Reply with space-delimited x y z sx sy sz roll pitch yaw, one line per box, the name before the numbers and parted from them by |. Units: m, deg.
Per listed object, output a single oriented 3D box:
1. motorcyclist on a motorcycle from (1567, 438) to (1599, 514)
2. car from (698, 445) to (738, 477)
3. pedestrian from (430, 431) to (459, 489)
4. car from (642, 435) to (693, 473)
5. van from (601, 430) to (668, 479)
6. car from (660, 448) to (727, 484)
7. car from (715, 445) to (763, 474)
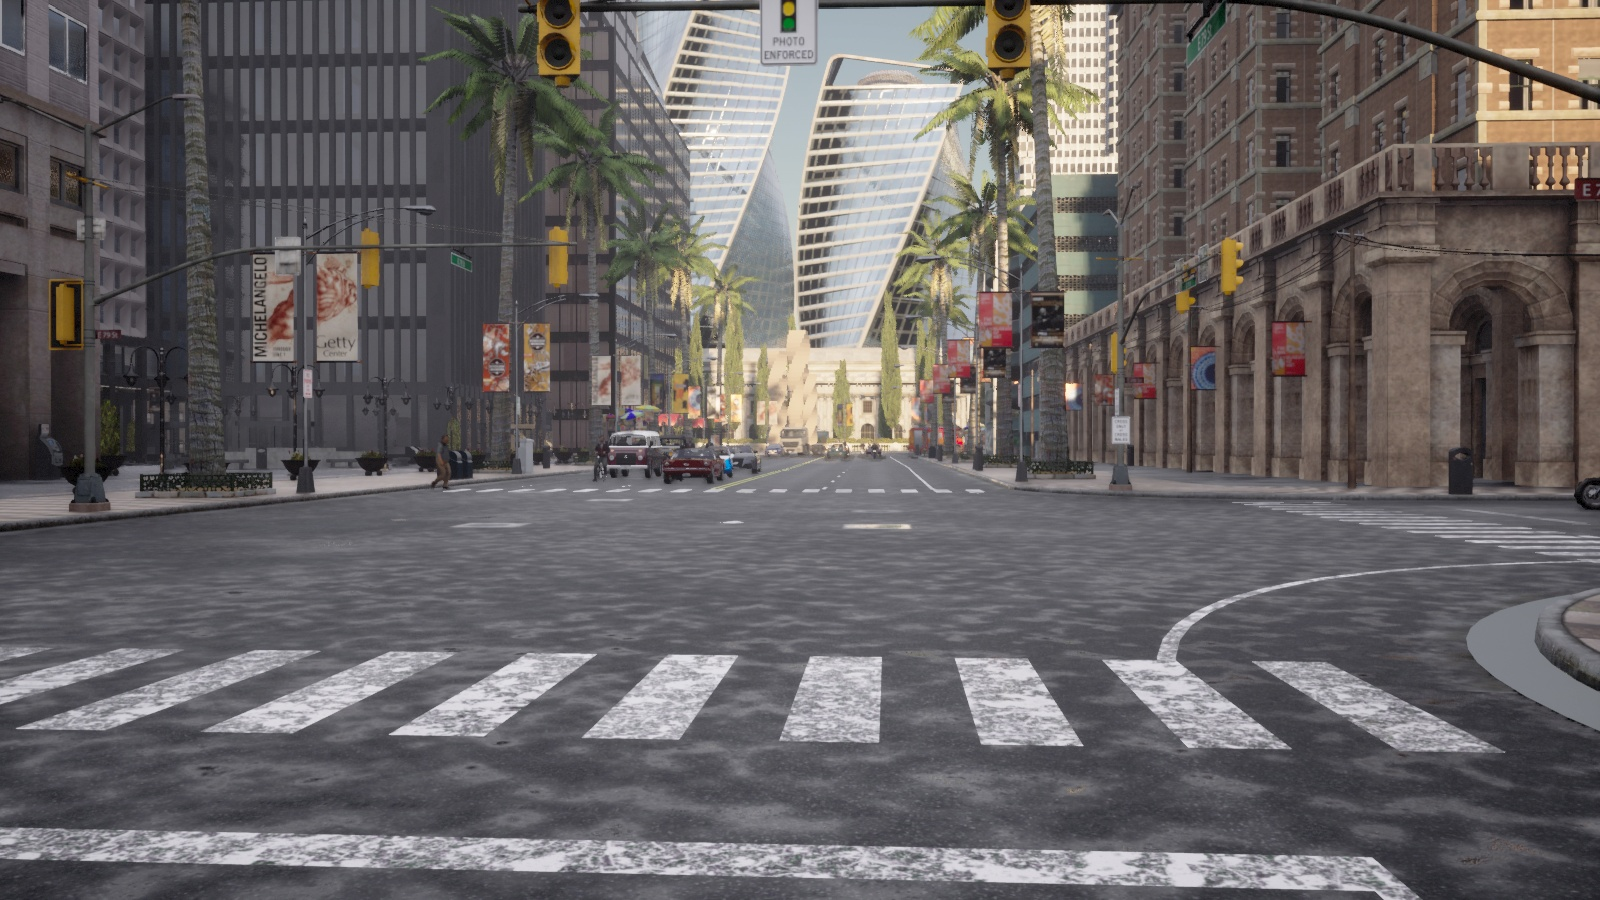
motorcyclist on a motorcycle | 18.289 0.556 27.621 2.350 1.649 0.766 0 0 3
car | -3.574 0.487 55.148 1.481 1.376 2.207 0 0 4
pedestrian | -11.303 0.313 39.926 0.694 1.848 0.540 0 0 22
car | -6.588 0.182 62.927 1.905 1.878 3.866 0 0 4
van | -7.118 0.156 54.544 2.069 2.038 4.480 0 0 4
car | -4.025 0.572 48.115 1.895 1.301 4.718 0 0 3
car | -3.054 0.450 63.475 1.994 1.385 4.181 0 0 3
